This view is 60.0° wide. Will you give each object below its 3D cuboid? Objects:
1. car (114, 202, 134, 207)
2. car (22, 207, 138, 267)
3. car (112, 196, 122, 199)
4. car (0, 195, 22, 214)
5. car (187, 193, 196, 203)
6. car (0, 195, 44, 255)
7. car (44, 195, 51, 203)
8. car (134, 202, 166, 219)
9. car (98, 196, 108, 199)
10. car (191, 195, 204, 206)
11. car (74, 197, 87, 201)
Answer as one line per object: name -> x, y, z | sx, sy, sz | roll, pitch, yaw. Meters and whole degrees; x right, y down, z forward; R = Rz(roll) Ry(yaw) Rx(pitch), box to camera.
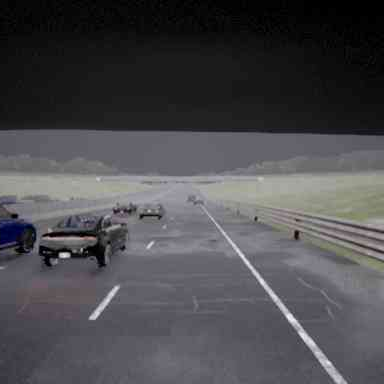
car -> -6.914, 1.682, 35.006 | 1.895, 1.301, 4.718 | 0, 0, 0
car -> -3.404, 1.477, 11.304 | 2.128, 1.511, 4.902 | 0, 0, 0
car -> -17.530, 1.644, 78.293 | 1.837, 1.490, 4.892 | 0, 0, 0
car -> -21.102, 1.313, 36.408 | 2.150, 2.045, 5.566 | 0, -1, 0
car -> -0.032, 1.637, 80.336 | 2.150, 2.045, 5.566 | 0, 0, 0
car -> -6.904, 1.206, 10.129 | 2.150, 2.045, 5.566 | 0, 0, 0
car -> -17.604, 1.316, 36.852 | 2.150, 2.045, 5.566 | 0, -1, 0
car -> -3.411, 1.598, 29.110 | 2.033, 1.411, 5.357 | 0, 0, 0
car -> -21.030, 1.668, 78.291 | 1.812, 1.442, 4.674 | 0, 0, 0
car -> 1.201, 1.780, 62.188 | 1.837, 1.490, 4.892 | 0, -1, 0
car -> -24.529, 1.818, 73.432 | 1.837, 1.490, 4.892 | 0, -1, 0
